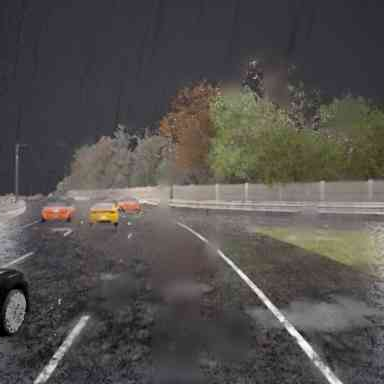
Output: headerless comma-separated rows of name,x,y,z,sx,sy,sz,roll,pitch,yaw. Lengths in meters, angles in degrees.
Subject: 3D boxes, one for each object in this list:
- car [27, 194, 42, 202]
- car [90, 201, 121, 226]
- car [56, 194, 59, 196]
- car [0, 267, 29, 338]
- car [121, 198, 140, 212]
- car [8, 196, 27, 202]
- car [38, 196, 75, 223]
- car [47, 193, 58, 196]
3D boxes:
car,-38.804,1.700,80.267,4.181,1.385,1.994,0,0,40
car,-6.437,1.549,24.500,1.882,1.535,5.008,0,0,-13
car,-28.084,1.789,74.296,2.128,1.511,4.902,0,0,-39
car,-3.641,1.517,3.755,2.128,1.511,4.902,0,0,-2
car,-7.691,1.452,39.997,2.097,1.767,4.553,0,0,-20
car,-41.196,1.635,77.712,5.008,1.535,1.882,0,0,40
car,-10.737,1.451,27.017,2.097,1.767,4.553,0,0,-14
car,-34.520,1.352,82.733,2.150,2.045,5.566,0,0,-34
